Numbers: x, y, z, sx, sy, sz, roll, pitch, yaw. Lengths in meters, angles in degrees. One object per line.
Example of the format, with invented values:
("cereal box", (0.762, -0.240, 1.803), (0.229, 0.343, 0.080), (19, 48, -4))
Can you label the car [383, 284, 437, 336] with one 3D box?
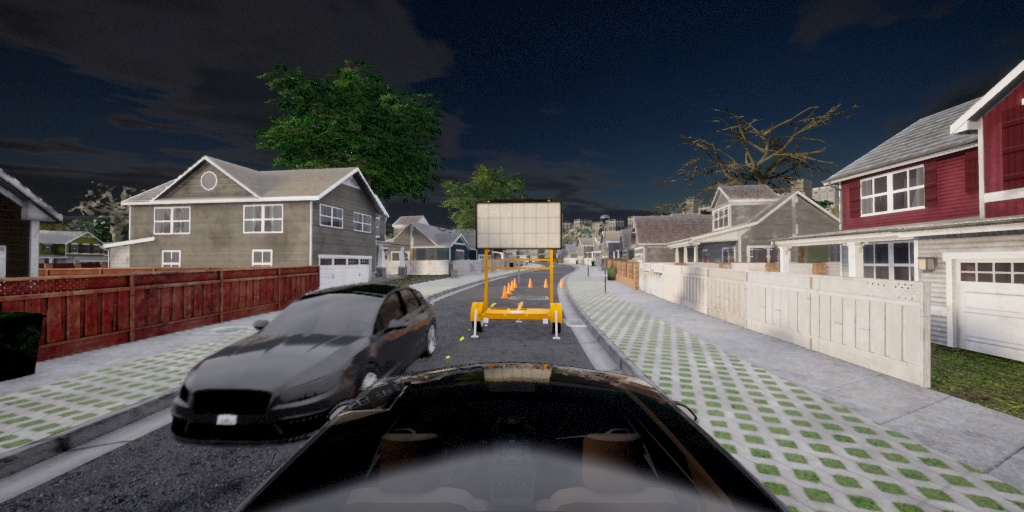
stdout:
("car", (-2.227, 1.263, 11.823), (1.837, 1.490, 4.892), (0, 0, 4))

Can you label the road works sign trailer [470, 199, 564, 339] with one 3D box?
("road works sign trailer", (0.200, 0.219, 10.121), (2.380, 3.560, 2.880), (0, 0, 5))
